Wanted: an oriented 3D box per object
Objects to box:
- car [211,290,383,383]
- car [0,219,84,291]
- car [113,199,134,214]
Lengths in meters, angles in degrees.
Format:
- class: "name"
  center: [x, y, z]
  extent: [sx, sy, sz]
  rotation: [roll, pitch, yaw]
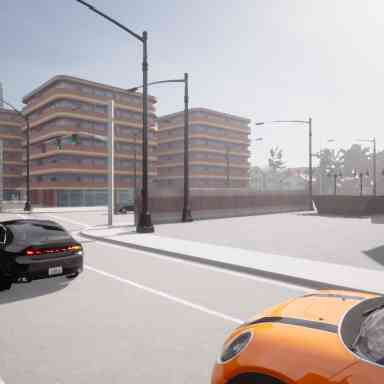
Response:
- class: "car"
  center: [2.319, 1.352, 2.301]
  extent: [4.553, 1.767, 2.097]
  rotation: [0, 0, 40]
- class: "car"
  center: [-4.699, 1.505, 9.166]
  extent: [1.837, 1.490, 4.892]
  rotation: [0, 0, -43]
- class: "car"
  center: [-6.322, 1.491, 34.976]
  extent: [4.902, 1.511, 2.128]
  rotation: [0, 0, -44]
